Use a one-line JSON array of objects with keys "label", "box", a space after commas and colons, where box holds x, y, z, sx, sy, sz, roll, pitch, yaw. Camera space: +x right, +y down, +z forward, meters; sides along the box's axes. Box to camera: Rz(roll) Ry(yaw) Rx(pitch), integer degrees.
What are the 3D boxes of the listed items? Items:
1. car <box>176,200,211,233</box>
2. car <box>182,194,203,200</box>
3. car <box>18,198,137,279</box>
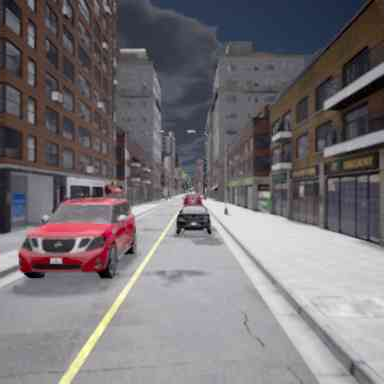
[{"label": "car", "box": [0.094, 1.471, 19.434, 1.882, 1.535, 5.008, 0, 0, 0]}, {"label": "car", "box": [0.088, 1.213, 37.825, 2.150, 2.045, 5.566, 0, 0, 0]}, {"label": "car", "box": [-3.104, 1.218, 10.361, 2.150, 2.045, 5.566, 0, 0, 0]}]
